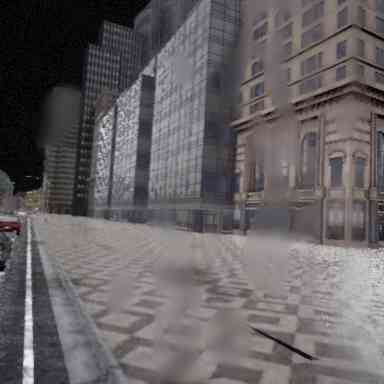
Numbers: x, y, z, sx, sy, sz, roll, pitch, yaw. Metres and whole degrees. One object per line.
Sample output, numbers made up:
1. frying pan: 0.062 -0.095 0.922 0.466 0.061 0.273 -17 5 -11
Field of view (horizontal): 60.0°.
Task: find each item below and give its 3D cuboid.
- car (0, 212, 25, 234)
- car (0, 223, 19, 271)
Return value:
1. car: -16.182 2.869 29.406 1.882 1.535 5.008 5 -5 -26
2. car: -8.079 2.123 12.887 2.033 1.411 5.357 5 -5 -26
